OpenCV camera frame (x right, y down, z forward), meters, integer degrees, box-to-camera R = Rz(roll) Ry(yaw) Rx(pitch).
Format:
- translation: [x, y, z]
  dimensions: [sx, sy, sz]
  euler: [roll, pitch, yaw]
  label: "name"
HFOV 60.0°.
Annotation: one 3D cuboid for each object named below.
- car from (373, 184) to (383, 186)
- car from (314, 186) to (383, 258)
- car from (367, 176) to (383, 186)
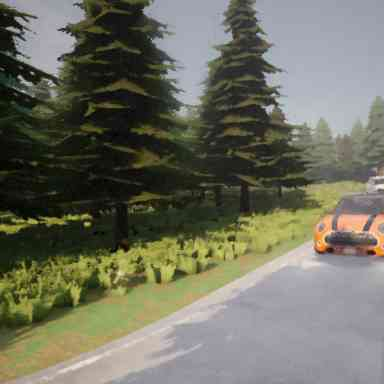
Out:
- translation: [11.380, 0.507, 18.702]
  dimensions: [2.128, 1.511, 4.902]
  euler: [-3, 1, 34]
  label: "car"
- translation: [5.498, 0.883, 10.643]
  dimensions: [2.097, 1.767, 4.553]
  euler: [-3, 1, 37]
  label: "car"
- translation: [16.301, -0.303, 28.071]
  dimensions: [2.150, 2.045, 5.566]
  euler: [-2, 2, 17]
  label: "car"
